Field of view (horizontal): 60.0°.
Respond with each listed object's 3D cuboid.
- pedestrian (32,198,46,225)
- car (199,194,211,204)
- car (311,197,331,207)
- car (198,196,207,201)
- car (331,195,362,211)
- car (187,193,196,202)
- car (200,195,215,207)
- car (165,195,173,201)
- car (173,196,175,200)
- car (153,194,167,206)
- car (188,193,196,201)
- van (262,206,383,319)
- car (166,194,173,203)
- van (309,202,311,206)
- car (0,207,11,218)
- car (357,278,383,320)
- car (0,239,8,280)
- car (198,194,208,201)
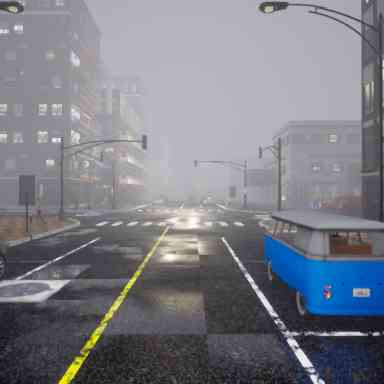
[{"bbox_3d":[-10.022,1.265,21.751,0.375,1.860,0.375,0,0,0],"label":"pedestrian"},{"bbox_3d":[2.653,1.372,68.471,2.192,1.841,5.009,0,0,0],"label":"car"},{"bbox_3d":[15.472,1.295,33.755,5.566,2.045,2.150,0,0,0],"label":"car"},{"bbox_3d":[2.643,1.639,85.088,2.008,1.369,4.403,0,0,0],"label":"car"},{"bbox_3d":[14.906,1.357,27.965,5.009,1.841,2.192,0,0,0],"label":"car"},{"bbox_3d":[-0.046,1.430,78.628,2.097,1.767,4.553,0,0,0],"label":"car"},{"bbox_3d":[2.662,1.560,52.023,1.752,1.417,4.829,0,0,0],"label":"car"},{"bbox_3d":[-5.738,1.613,84.912,1.752,1.417,4.829,0,0,0],"label":"car"},{"bbox_3d":[-5.735,1.628,79.543,2.008,1.369,4.403,0,0,0],"label":"car"},{"bbox_3d":[-5.722,1.566,57.216,1.752,1.417,4.829,0,0,0],"label":"car"},{"bbox_3d":[-0.051,1.210,88.691,2.150,2.045,5.566,0,0,0],"label":"car"},{"bbox_3d":[2.656,1.342,7.066,1.690,1.788,3.998,0,0,0],"label":"van"},{"bbox_3d":[-5.727,1.372,68.465,2.192,1.841,5.009,0,0,0],"label":"car"},{"bbox_3d":[14.878,1.424,36.345,3.998,1.788,1.690,0,0,0],"label":"van"},{"bbox_3d":[-17.482,1.533,27.866,4.206,1.307,1.802,0,0,0],"label":"car"},{"bbox_3d":[2.659,1.582,1.377,1.802,1.307,4.206,0,0,0],"label":"car"},{"bbox_3d":[-5.692,1.567,7.087,1.947,1.339,4.313,0,0,0],"label":"car"},{"bbox_3d":[2.656,1.631,62.931,1.802,1.307,4.206,0,0,0],"label":"car"}]
